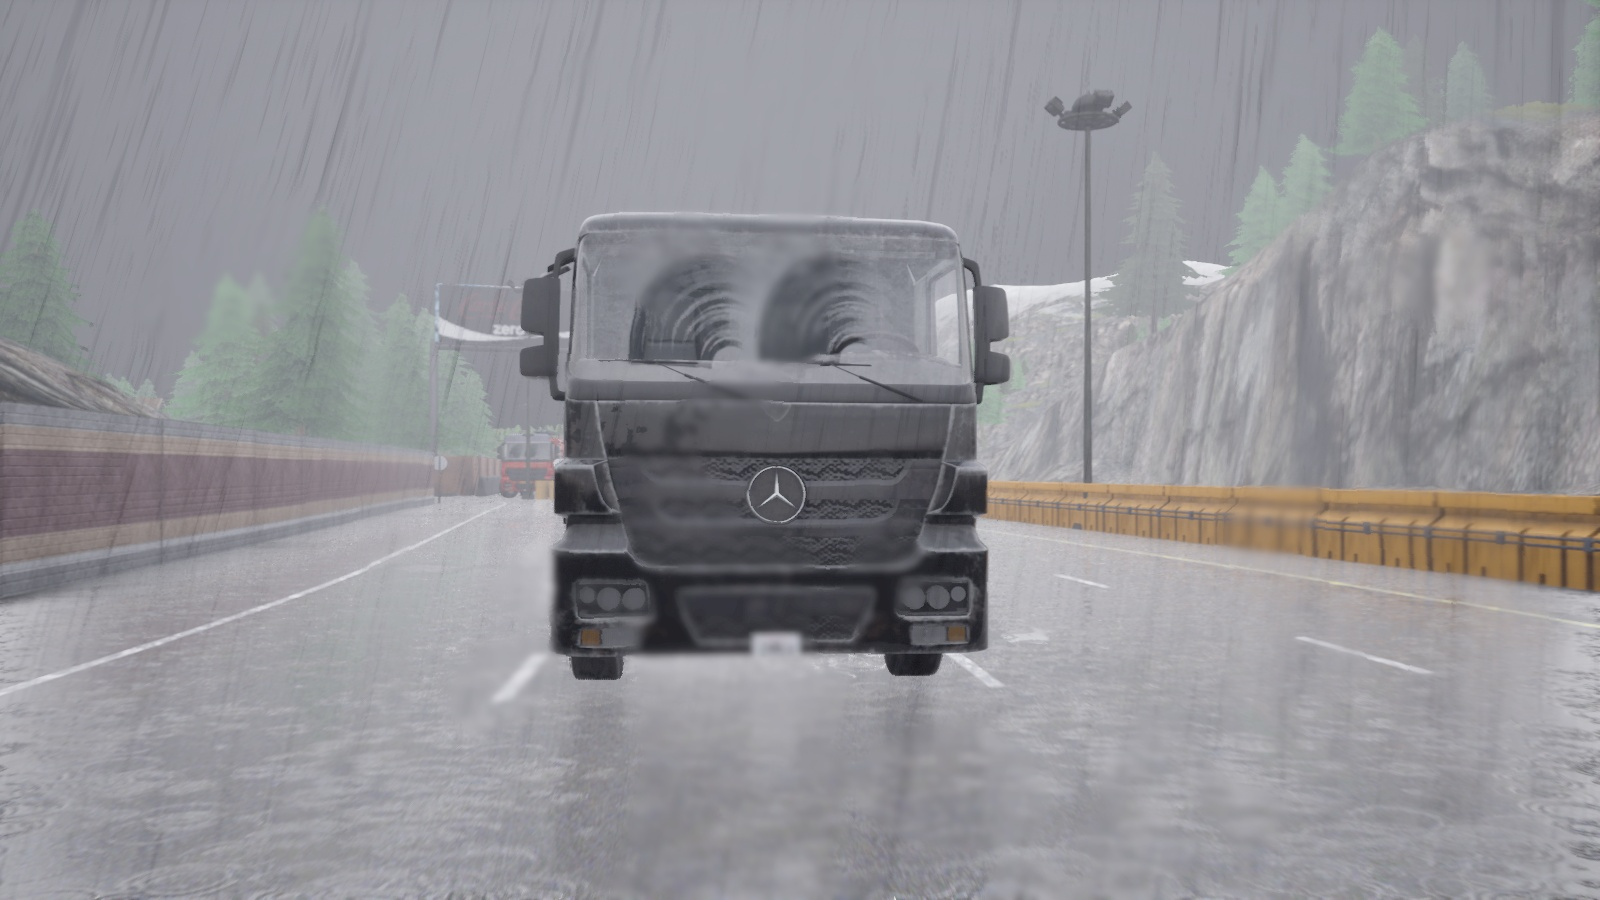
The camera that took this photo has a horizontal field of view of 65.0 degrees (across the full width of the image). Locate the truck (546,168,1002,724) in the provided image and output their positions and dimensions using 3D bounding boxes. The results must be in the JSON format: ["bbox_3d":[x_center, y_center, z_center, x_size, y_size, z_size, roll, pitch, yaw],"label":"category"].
[{"bbox_3d":[-0.562,0.035,11.910,2.891,3.462,7.936,0,-1,-6],"label":"truck"}]

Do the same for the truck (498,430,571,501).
[{"bbox_3d":[-15.255,0.929,72.716,2.891,3.827,8.468,-1,-1,-4],"label":"truck"}]
